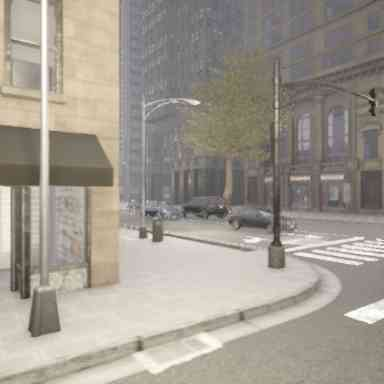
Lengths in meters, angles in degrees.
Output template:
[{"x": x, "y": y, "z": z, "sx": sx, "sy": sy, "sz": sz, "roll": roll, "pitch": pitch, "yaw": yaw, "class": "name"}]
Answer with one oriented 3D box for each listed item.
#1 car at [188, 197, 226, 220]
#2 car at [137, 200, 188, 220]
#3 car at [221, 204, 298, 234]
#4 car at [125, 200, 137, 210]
[{"x": 0.963, "y": 1.445, "z": 31.005, "sx": 2.150, "sy": 2.045, "sz": 5.566, "roll": 0, "pitch": 0, "yaw": -36, "class": "car"}, {"x": -2.795, "y": 1.588, "z": 30.290, "sx": 2.097, "sy": 1.767, "sz": 4.553, "roll": 0, "pitch": 0, "yaw": -36, "class": "car"}, {"x": 4.232, "y": 1.681, "z": 20.534, "sx": 1.812, "sy": 1.442, "sz": 4.674, "roll": 0, "pitch": 0, "yaw": -37, "class": "car"}, {"x": -8.272, "y": 1.888, "z": 49.229, "sx": 1.994, "sy": 1.385, "sz": 4.181, "roll": 0, "pitch": 0, "yaw": -35, "class": "car"}]
